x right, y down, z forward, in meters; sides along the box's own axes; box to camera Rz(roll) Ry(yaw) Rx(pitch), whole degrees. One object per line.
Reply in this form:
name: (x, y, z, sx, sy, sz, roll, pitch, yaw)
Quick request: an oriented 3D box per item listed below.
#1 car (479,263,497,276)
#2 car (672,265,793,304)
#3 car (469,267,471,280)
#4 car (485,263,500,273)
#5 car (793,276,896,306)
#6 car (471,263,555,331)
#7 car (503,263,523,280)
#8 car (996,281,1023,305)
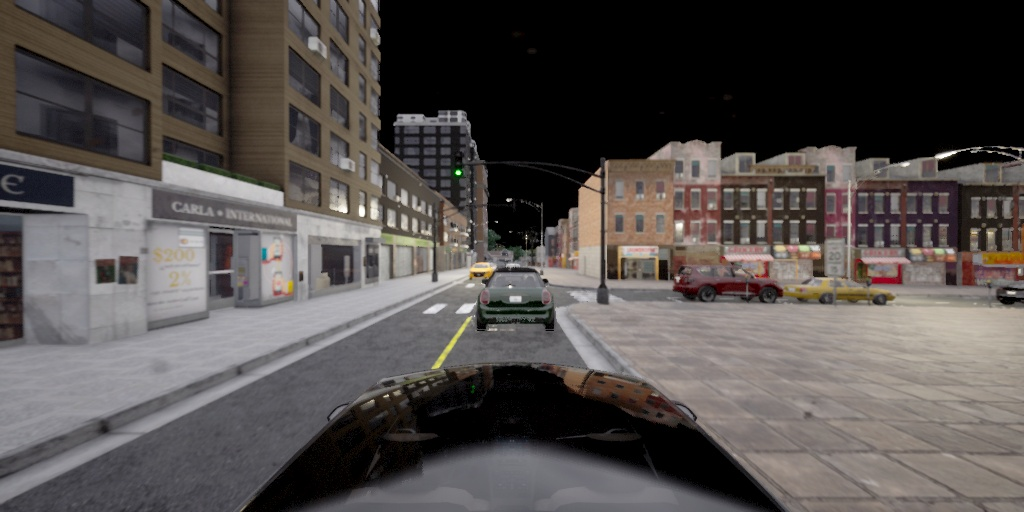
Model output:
car: (-2.832, 1.524, 42.847, 1.812, 1.442, 4.674, 0, -1, 0)
car: (10.801, 1.387, 18.233, 5.009, 1.841, 2.192, 0, 0, 0)
car: (-2.833, 1.388, 33.431, 1.882, 1.535, 5.008, 0, 0, 1)
car: (-2.826, 1.721, 52.907, 1.895, 1.301, 4.718, 0, -1, 0)
car: (16.516, 1.700, 18.221, 4.829, 1.417, 1.751, 0, 0, 0)
car: (0.096, 1.124, 11.267, 2.097, 1.767, 4.553, 0, 0, 0)
car: (0.103, 1.438, 33.783, 1.812, 1.442, 4.674, 0, 0, 0)
car: (27.435, 1.944, 18.198, 4.313, 1.339, 1.948, 0, 0, 0)
